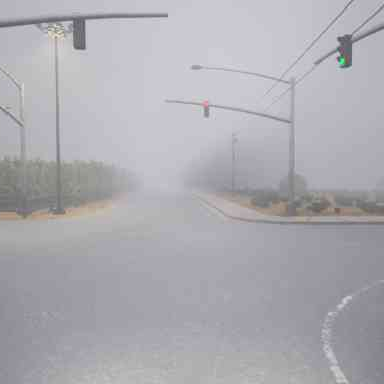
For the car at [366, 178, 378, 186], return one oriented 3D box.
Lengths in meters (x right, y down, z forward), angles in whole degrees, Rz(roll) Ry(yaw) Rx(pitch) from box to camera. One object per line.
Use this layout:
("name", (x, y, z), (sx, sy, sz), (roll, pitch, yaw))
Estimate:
("car", (42.117, -2.289, 77.599), (1.905, 1.878, 3.866), (10, 10, 41))
